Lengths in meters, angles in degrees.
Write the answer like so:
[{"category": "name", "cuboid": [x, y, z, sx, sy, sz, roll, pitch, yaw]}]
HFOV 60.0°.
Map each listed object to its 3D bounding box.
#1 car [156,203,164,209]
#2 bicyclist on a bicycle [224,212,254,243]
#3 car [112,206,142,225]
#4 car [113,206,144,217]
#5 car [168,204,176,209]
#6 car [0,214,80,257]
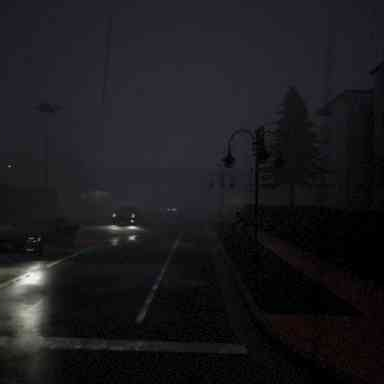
[{"category": "car", "cuboid": [-9.213, 3.971, 94.821, 1.882, 1.535, 5.008, 1, -2, 1]}, {"category": "bicyclist on a bicycle", "cuboid": [2.525, 1.862, 17.393, 1.656, 1.620, 0.582, 1, -2, 1]}, {"category": "car", "cuboid": [-6.116, 2.182, 31.767, 2.097, 1.767, 4.553, 1, -2, 1]}, {"category": "car", "cuboid": [-9.135, 2.734, 47.551, 4.181, 1.385, 1.994, 0, -2, 35]}, {"category": "car", "cuboid": [-5.717, 4.161, 94.727, 1.895, 1.301, 4.718, 1, -2, 1]}, {"category": "car", "cuboid": [-6.502, 1.762, 14.478, 1.882, 1.535, 5.008, 1, -2, 1]}]
